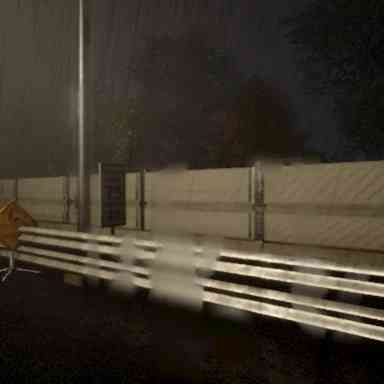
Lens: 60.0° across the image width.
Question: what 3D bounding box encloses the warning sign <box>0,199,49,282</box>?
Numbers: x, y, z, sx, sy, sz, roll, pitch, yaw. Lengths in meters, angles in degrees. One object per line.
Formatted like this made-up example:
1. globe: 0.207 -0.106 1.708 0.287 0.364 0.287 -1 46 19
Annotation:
1. warning sign: -4.510 1.132 8.372 1.060 1.860 1.300 -1 0 36
